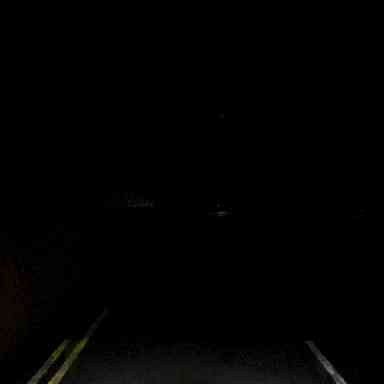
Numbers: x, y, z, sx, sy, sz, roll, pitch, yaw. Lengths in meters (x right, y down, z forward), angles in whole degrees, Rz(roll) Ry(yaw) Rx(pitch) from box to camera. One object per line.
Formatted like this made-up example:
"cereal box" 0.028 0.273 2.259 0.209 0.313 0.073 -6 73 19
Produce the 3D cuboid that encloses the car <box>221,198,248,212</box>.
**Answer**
"car" 6.176 1.528 38.739 4.902 1.511 2.128 0 0 -42

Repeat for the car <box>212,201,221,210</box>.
"car" 4.631 1.545 42.025 4.892 1.490 1.837 0 -1 -40

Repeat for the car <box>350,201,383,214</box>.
"car" 19.518 1.634 35.502 4.718 1.301 1.895 0 0 -29

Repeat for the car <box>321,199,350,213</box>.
"car" 16.787 1.513 37.806 5.008 1.535 1.882 0 0 -31
